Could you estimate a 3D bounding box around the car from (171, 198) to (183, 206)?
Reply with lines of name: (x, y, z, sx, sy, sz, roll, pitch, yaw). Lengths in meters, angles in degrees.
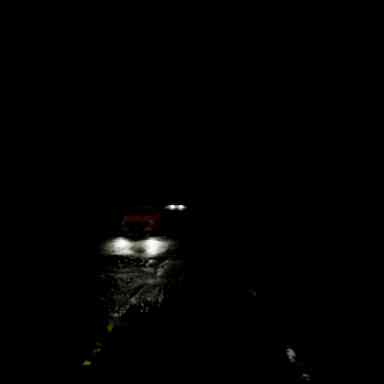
car: (-2.746, 1.806, 61.156, 1.895, 1.301, 4.718, 0, 0, 1)

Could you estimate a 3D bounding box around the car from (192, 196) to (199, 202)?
car: (0.867, 1.821, 83.742, 1.837, 1.490, 4.892, 0, 0, 0)

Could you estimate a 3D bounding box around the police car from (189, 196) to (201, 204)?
police car: (0.859, 1.662, 67.853, 1.930, 1.638, 5.238, 0, 0, 0)

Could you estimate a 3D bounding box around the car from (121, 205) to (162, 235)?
car: (-2.839, 1.530, 19.480, 1.882, 1.535, 5.008, 0, 0, 0)

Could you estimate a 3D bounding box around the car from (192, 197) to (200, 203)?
car: (0.864, 1.811, 77.742, 1.812, 1.442, 4.674, 0, 0, 0)
